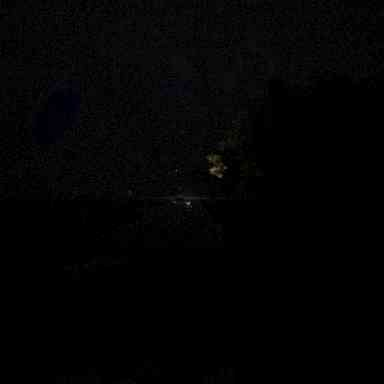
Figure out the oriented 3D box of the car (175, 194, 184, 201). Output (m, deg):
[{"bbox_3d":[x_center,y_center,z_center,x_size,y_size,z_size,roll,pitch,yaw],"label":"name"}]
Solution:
[{"bbox_3d":[-2.759,1.200,73.220,1.882,1.535,5.008,0,1,0],"label":"car"}]
